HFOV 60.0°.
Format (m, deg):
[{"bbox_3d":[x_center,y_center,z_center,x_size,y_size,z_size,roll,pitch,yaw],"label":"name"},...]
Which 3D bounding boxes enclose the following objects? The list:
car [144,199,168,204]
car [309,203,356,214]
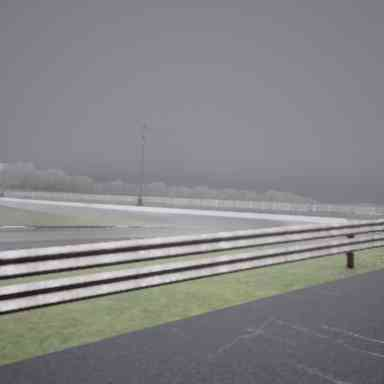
[{"bbox_3d":[-5.793,1.479,50.663,4.674,1.442,1.812,2,-2,31],"label":"car"},{"bbox_3d":[15.716,2.026,37.345,4.892,1.490,1.837,2,-1,16],"label":"car"}]
